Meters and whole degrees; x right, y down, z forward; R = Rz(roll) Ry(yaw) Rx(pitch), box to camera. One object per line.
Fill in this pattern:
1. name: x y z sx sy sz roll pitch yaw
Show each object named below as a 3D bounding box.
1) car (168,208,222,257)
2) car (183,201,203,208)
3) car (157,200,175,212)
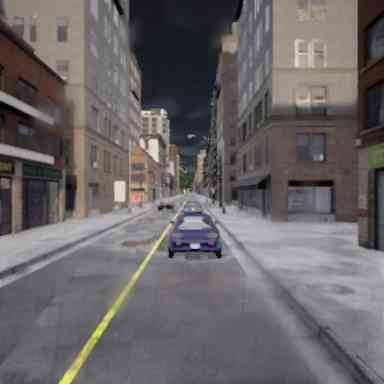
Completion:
1. car: 0.097 1.541 12.840 1.812 1.442 4.674 0 0 0
2. car: 0.094 1.586 31.342 2.033 1.411 5.357 0 0 0
3. car: -3.038 1.648 39.647 1.895 1.301 4.718 0 0 1
